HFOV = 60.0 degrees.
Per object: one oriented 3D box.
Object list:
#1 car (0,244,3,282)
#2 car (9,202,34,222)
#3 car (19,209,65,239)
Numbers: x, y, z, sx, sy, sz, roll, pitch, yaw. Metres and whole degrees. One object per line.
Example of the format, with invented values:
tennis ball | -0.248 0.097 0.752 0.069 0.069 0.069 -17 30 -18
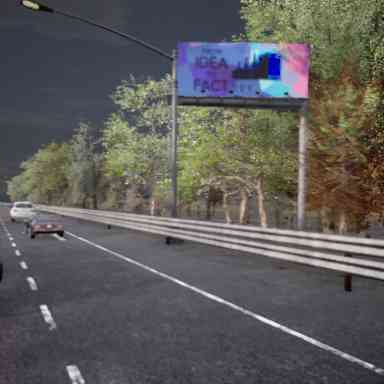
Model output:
car | -6.142 1.808 8.807 1.895 1.301 4.718 1 -2 -31
car | -18.180 2.093 35.638 2.150 2.045 5.566 1 -2 -31
car | -9.405 2.060 21.028 2.033 1.411 5.357 1 -2 -31
